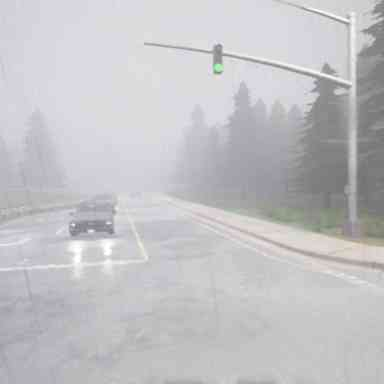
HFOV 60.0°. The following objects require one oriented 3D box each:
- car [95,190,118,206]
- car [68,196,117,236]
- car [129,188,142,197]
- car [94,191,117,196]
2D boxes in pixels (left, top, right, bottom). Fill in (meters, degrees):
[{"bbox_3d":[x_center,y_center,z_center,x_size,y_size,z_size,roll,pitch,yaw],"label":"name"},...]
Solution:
[{"bbox_3d":[-9.189,0.615,36.137,2.128,1.511,4.902,-2,2,-12],"label":"car"},{"bbox_3d":[-4.745,1.153,16.179,2.033,1.411,5.357,-2,2,-13],"label":"car"},{"bbox_3d":[-9.381,0.071,55.216,2.128,1.511,4.902,-1,2,-11],"label":"car"},{"bbox_3d":[-7.010,0.872,26.108,1.837,1.490,4.892,-2,2,-13],"label":"car"}]
